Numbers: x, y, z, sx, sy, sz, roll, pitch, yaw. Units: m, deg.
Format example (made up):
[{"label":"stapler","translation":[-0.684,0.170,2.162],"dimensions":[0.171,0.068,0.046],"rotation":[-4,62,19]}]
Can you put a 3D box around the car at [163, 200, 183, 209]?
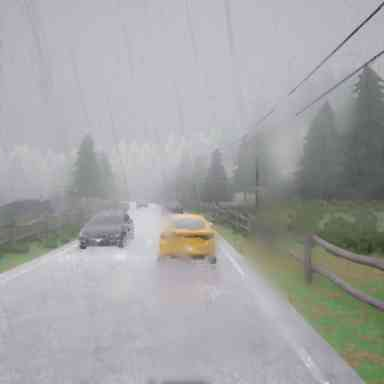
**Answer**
[{"label":"car","translation":[-2.157,1.683,36.803],"dimensions":[2.097,1.767,4.553],"rotation":[0,-1,-7]}]

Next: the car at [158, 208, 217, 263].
[{"label":"car","translation":[-0.213,1.590,12.497],"dimensions":[1.882,1.535,5.008],"rotation":[0,-1,-2]}]

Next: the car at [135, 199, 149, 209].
[{"label":"car","translation":[-8.515,2.019,56.596],"dimensions":[1.837,1.490,4.892],"rotation":[0,0,-10]}]

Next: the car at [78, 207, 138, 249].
[{"label":"car","translation":[-3.748,1.647,15.275],"dimensions":[1.837,1.490,4.892],"rotation":[0,-1,-3]}]
